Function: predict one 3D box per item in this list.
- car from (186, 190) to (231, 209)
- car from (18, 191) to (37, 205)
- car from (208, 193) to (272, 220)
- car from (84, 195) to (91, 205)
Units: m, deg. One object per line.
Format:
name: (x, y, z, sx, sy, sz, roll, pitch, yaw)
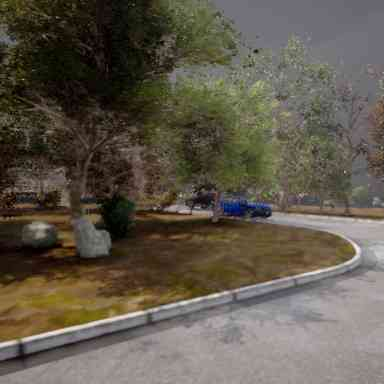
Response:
car: (1.689, 0.798, 33.047, 2.150, 2.045, 5.566, 1, 0, -39)
car: (-16.725, 0.679, 34.989, 4.892, 1.490, 1.837, 1, -1, -30)
car: (3.692, 1.116, 24.662, 1.882, 1.535, 5.008, 1, 0, -36)
car: (-11.732, 0.672, 40.045, 4.553, 1.767, 2.097, 1, -1, 3)
